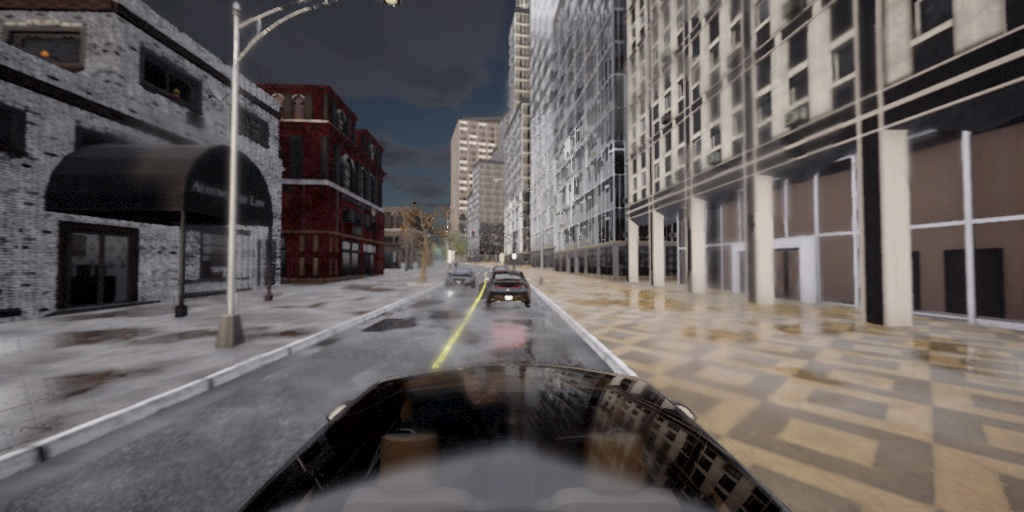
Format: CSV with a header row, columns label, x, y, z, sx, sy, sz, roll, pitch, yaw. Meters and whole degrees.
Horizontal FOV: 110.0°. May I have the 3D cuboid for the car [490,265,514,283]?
label,x,y,z,sx,sy,sz,roll,pitch,yaw
car,-1.006,1.599,33.245,2.033,1.411,5.357,0,-1,-4

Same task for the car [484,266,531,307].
label,x,y,z,sx,sy,sz,roll,pitch,yaw
car,-0.194,1.397,16.343,1.837,1.490,4.892,0,-1,-2

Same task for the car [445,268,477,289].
label,x,y,z,sx,sy,sz,roll,pitch,yaw
car,-3.500,1.538,25.168,1.994,1.385,4.181,0,-1,-3
